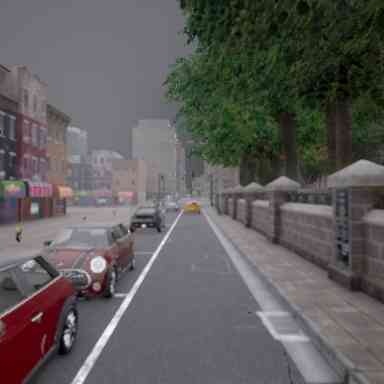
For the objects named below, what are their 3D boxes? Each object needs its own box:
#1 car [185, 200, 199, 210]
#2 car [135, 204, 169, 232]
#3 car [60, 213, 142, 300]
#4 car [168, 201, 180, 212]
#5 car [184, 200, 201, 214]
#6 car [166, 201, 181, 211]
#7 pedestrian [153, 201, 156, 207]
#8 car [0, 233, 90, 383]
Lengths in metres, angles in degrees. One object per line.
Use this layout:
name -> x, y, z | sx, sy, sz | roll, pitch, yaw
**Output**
car -> 0.003, 2.053, 53.230 | 2.033, 1.411, 5.357 | 0, -1, 0
car -> -2.751, 1.710, 21.444 | 1.837, 1.490, 4.892 | 0, -1, 0
car -> -2.647, 1.522, 8.526 | 1.967, 1.590, 4.097 | 0, -1, 0
car -> -2.639, 2.011, 45.143 | 1.802, 1.307, 4.206 | 0, -1, 0
car -> 0.057, 1.868, 41.077 | 1.882, 1.535, 5.008 | 0, -1, 0
car -> -2.639, 2.029, 48.805 | 1.947, 1.339, 4.313 | 0, -1, 0
pedestrian -> -2.751, 1.526, 24.393 | 0.375, 1.860, 0.375 | 0, -1, 0
car -> -2.648, 1.472, 3.255 | 1.967, 1.590, 4.097 | 0, -1, 0
